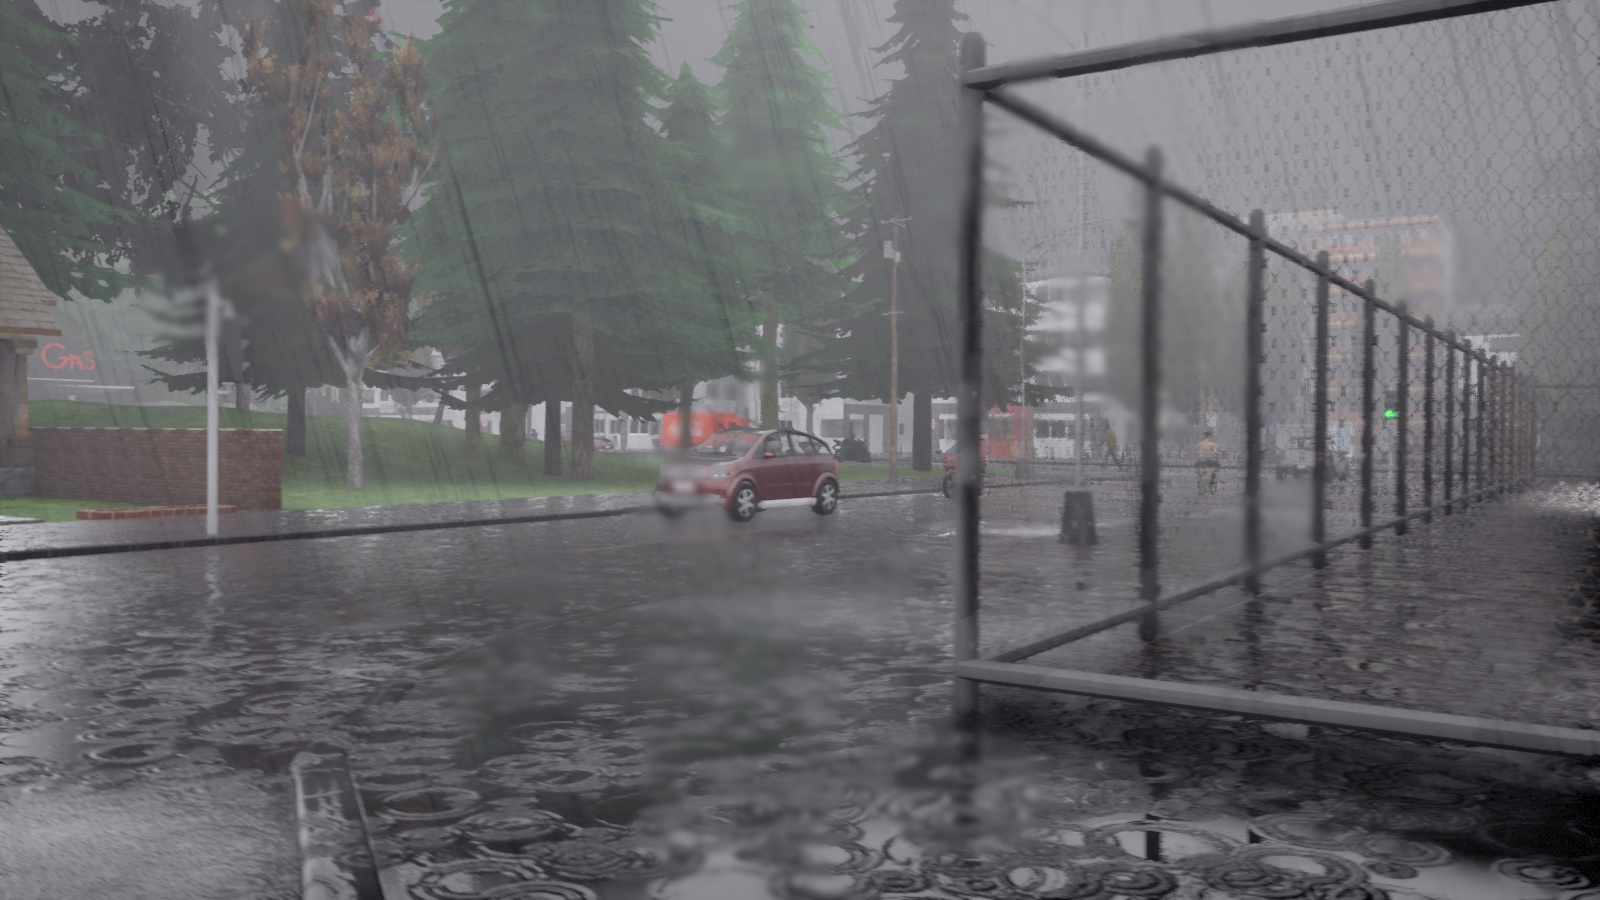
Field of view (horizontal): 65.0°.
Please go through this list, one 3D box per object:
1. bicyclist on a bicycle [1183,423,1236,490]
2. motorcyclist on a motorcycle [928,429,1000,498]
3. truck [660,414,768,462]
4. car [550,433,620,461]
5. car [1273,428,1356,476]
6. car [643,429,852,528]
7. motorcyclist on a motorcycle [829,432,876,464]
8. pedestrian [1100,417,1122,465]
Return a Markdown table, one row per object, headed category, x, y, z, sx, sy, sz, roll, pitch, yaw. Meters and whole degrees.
| category | x | y | z | sx | sy | sz | roll | pitch | yaw |
| --- | --- | --- | --- | --- | --- | --- | --- | --- | --- |
| bicyclist on a bicycle | 10.146 | 0.151 | 31.051 | 0.866 | 1.612 | 1.509 | 0 | 1 | 34 |
| motorcyclist on a motorcycle | 3.767 | 0.286 | 28.663 | 0.797 | 1.523 | 2.044 | 0 | 1 | 34 |
| truck | -4.575 | -0.629 | 66.626 | 5.204 | 2.467 | 2.627 | 0 | 1 | 34 |
| car | -12.323 | -0.165 | 71.774 | 3.705 | 1.549 | 1.789 | 0 | 1 | 33 |
| car | 16.984 | 0.025 | 41.372 | 1.845 | 1.501 | 3.633 | 0 | 1 | 33 |
| car | -0.816 | 0.419 | 21.759 | 1.789 | 1.549 | 3.705 | 0 | 1 | 33 |
| motorcyclist on a motorcycle | 2.570 | -0.107 | 61.911 | 2.191 | 1.530 | 0.866 | 0 | 1 | 34 |
| pedestrian | 12.080 | -0.337 | 48.753 | 0.709 | 1.840 | 0.431 | 0 | 1 | 42 |
